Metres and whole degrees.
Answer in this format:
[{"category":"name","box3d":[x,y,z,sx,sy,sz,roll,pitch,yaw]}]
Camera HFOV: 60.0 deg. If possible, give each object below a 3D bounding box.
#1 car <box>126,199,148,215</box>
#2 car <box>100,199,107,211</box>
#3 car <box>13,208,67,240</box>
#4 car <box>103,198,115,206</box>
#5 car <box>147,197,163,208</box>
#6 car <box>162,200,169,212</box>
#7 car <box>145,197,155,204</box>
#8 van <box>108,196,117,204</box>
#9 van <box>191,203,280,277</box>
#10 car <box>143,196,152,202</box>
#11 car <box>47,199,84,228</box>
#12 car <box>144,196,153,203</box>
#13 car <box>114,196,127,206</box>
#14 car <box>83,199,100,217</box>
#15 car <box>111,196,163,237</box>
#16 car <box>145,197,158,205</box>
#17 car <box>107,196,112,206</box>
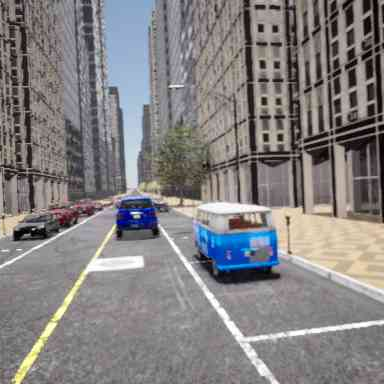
[{"category":"car","box3d":[-6.067,1.609,36.776,2.128,1.511,4.902,-3,0,-9]},{"category":"car","box3d":[-13.739,2.017,47.751,1.802,1.307,4.206,-3,0,-9]},{"category":"car","box3d":[-9.044,1.917,19.654,1.947,1.339,4.313,-3,0,-9]},{"category":"car","box3d":[-17.496,2.055,70.226,1.947,1.339,4.313,-3,0,-9]},{"category":"car","box3d":[-5.485,1.574,49.130,2.008,1.369,4.403,-3,0,-9]},{"category":"car","box3d":[-3.607,1.542,37.892,2.008,1.369,4.403,-3,0,-9]},{"category":"car","box3d":[-8.301,1.647,65.988,1.802,1.307,4.206,-3,0,-9]},{"category":"van","box3d":[-19.387,1.854,81.464,1.690,1.788,3.998,-3,0,-9]},{"category":"van","box3d":[1.077,1.242,9.796,1.690,1.788,3.998,-3,0,-9]},{"category":"car","box3d":[-11.121,1.645,82.846,1.887,1.381,4.507,-3,0,-9]},{"category":"car","box3d":[-9.996,1.684,25.272,2.192,1.841,5.009,-3,0,-9]},{"category":"car","box3d":[-10.180,1.655,77.226,1.947,1.339,4.313,-3,0,-9]},{"category":"car","box3d":[-13.900,1.696,64.952,2.097,1.767,4.553,-3,0,-9]},{"category":"car","box3d":[-11.874,1.718,36.510,2.192,1.841,5.009,-3,0,-9]},{"category":"car","box3d":[-3.105,1.286,18.862,2.150,2.045,5.566,-3,1,-9]},{"category":"car","box3d":[-7.364,1.603,60.369,2.008,1.369,4.403,-3,0,-9]},{"category":"car","box3d":[-16.532,2.003,64.440,1.752,1.417,4.829,-3,0,-9]}]
